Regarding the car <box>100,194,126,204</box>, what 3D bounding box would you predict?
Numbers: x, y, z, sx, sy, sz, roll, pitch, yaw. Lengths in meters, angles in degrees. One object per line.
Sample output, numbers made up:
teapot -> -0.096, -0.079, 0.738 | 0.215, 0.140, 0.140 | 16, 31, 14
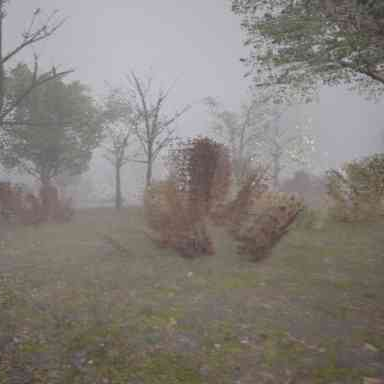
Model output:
car -> -13.386, 1.074, 56.443 | 2.097, 1.767, 4.553 | 0, 0, 31
